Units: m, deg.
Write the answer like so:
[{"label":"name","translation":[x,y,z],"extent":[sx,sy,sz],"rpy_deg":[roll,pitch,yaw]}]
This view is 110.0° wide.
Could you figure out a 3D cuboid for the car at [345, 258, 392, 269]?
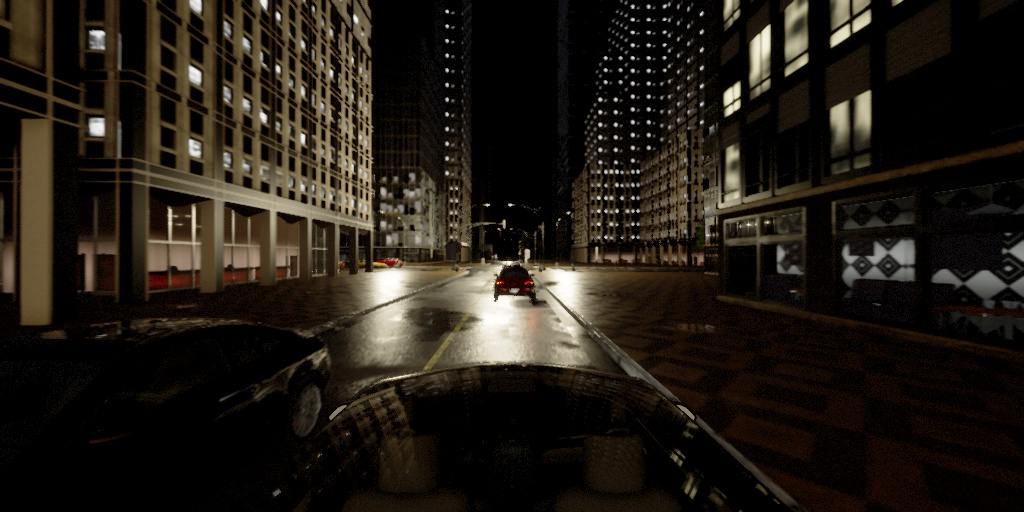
[{"label":"car","translation":[-18.880,1.120,47.318],"extent":[4.829,1.417,1.751],"rpy_deg":[0,0,-1]}]

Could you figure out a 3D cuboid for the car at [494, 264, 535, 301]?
[{"label":"car","translation":[0.108,1.262,17.057],"extent":[1.812,1.442,4.674],"rpy_deg":[0,0,0]}]

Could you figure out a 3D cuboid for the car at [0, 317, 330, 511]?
[{"label":"car","translation":[-3.083,1.275,2.553],"extent":[1.812,1.442,4.674],"rpy_deg":[0,0,0]}]

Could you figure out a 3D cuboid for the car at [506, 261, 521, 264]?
[{"label":"car","translation":[0.113,1.210,33.197],"extent":[2.128,1.511,4.902],"rpy_deg":[0,0,0]}]

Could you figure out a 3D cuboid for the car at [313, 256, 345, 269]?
[{"label":"car","translation":[-24.728,0.877,47.255],"extent":[5.009,1.841,2.192],"rpy_deg":[0,0,-1]}]

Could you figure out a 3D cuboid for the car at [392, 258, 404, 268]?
[{"label":"car","translation":[-19.187,1.057,55.954],"extent":[4.097,1.591,1.967],"rpy_deg":[0,0,-1]}]
